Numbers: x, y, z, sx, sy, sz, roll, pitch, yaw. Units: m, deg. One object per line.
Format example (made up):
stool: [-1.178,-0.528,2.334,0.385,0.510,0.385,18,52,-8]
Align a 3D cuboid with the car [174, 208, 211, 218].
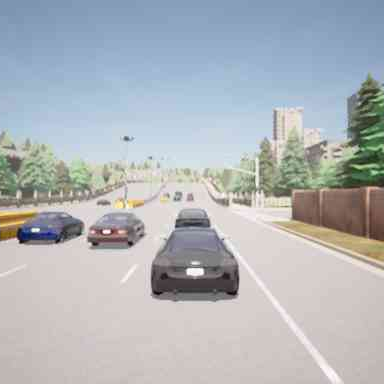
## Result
car: [0.042,1.608,18.274,1.882,1.535,5.008,0,0,0]

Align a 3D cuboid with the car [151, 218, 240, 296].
car: [0.070,1.627,8.861,1.994,1.385,4.181,0,0,0]

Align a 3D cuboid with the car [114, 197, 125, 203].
car: [-17.839,2.013,82.030,1.895,1.301,4.718,0,1,-1]

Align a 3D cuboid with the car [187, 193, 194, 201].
car: [-0.399,1.701,88.900,1.994,1.385,4.181,0,4,-1]

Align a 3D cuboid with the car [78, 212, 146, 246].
car: [-3.445,1.661,15.908,2.033,1.411,5.357,0,0,0]

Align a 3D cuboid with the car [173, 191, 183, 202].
car: [-3.895,1.530,88.427,2.097,1.767,4.553,0,3,-1]

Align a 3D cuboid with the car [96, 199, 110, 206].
car: [-17.718,2.027,66.577,1.994,1.385,4.181,0,0,0]

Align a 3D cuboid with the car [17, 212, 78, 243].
car: [-6.953,1.684,16.806,1.994,1.385,4.181,0,0,0]

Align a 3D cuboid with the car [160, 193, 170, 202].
car: [-7.396,1.651,88.432,1.882,1.535,5.008,0,3,-1]
